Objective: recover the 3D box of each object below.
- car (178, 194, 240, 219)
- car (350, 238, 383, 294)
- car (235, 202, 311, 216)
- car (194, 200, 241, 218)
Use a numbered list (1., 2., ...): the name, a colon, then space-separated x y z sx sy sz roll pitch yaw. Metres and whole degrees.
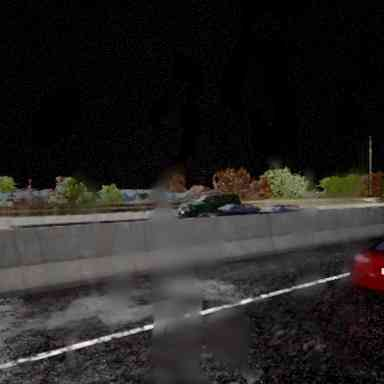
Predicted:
1. car: 1.568 1.168 26.487 5.566 2.045 2.150 0 0 -35
2. car: 5.512 1.538 7.633 4.181 1.385 1.994 0 0 -35
3. car: 5.512 1.497 20.708 5.357 1.411 2.033 0 0 -35
4. car: 3.062 1.497 23.265 5.357 1.411 2.033 0 0 -35
